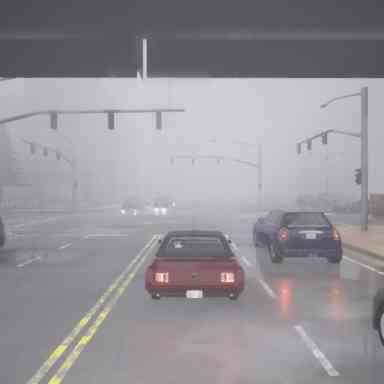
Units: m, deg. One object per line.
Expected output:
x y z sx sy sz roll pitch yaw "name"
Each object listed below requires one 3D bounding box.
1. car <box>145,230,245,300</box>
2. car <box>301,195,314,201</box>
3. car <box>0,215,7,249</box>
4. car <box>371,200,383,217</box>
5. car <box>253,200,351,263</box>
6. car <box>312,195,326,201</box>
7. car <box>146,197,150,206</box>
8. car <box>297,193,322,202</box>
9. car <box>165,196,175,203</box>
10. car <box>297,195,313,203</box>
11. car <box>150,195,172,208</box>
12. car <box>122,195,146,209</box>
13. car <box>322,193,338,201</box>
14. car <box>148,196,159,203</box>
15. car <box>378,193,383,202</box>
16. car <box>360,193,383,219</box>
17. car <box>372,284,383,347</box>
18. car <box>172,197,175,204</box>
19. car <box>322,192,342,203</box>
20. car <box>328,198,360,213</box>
0.070 1.600 8.361 1.895 1.301 4.718 0 0 0 "car"
27.947 1.389 80.707 1.970 1.475 3.806 0 0 0 "car"
-7.100 1.221 8.544 2.150 2.045 5.566 0 0 0 "car"
19.266 1.502 30.398 4.892 1.490 1.837 0 0 1 "car"
3.585 1.351 12.126 2.097 1.767 4.553 0 0 0 "car"
30.842 1.357 80.714 1.784 1.438 3.905 0 0 0 "car"
-8.018 1.473 55.111 1.882 1.535 5.008 0 0 0 "car"
16.663 1.149 48.163 1.932 1.855 4.605 0 0 0 "car"
-4.516 1.594 69.454 1.895 1.301 4.718 0 0 0 "car"
22.218 1.390 65.590 1.970 1.475 3.806 0 0 0 "car"
-4.491 1.487 49.564 2.128 1.511 4.902 0 0 0 "car"
-8.030 1.348 44.802 2.097 1.767 4.553 0 0 2 "car"
33.525 1.147 80.771 1.932 1.855 4.605 0 0 0 "car"
-8.019 1.519 69.882 1.812 1.442 4.674 0 0 0 "car"
39.115 1.148 65.724 1.932 1.855 4.605 0 0 0 "car"
16.987 1.219 26.690 5.566 2.045 2.150 0 0 1 "car"
3.601 1.505 3.037 1.837 1.490 4.892 0 0 0 "car"
-4.529 1.347 58.606 2.097 1.767 4.553 0 0 0 "car"
19.557 1.152 48.116 1.905 1.878 3.866 0 0 0 "car"
16.682 1.561 33.932 4.181 1.385 1.994 0 0 1 "car"
